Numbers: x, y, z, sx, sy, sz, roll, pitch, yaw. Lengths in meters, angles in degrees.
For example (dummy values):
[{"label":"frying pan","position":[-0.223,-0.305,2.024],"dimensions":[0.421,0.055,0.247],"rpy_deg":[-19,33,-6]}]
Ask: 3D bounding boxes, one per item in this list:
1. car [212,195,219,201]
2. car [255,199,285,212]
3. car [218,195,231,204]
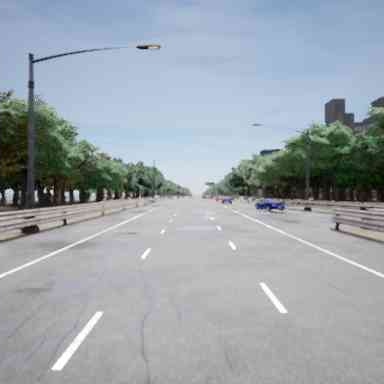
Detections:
[{"label":"car","position":[7.091,1.528,85.966],"dimensions":[2.097,1.767,4.553],"rpy_deg":[0,0,0]},{"label":"car","position":[9.415,1.564,40.602],"dimensions":[1.882,1.535,5.008],"rpy_deg":[0,0,-15]},{"label":"car","position":[7.051,1.622,68.898],"dimensions":[1.812,1.442,4.674],"rpy_deg":[0,0,0]}]
